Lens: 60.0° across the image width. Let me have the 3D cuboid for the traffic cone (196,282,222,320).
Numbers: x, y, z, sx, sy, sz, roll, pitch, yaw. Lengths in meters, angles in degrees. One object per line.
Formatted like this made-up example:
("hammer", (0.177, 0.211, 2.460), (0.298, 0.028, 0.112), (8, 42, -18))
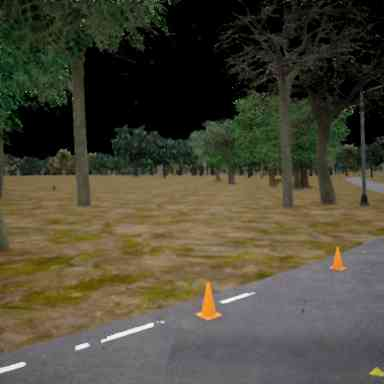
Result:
("traffic cone", (0.296, 1.889, 5.889), (0.340, 0.580, 0.340), (-1, 1, -39))

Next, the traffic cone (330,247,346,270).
("traffic cone", (3.970, 1.785, 9.051), (0.340, 0.580, 0.340), (-2, 1, -42))
